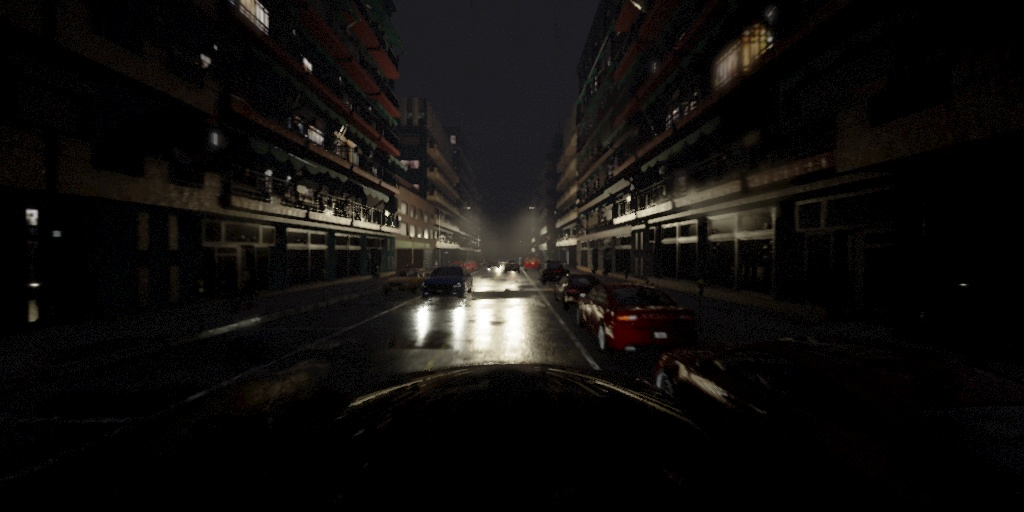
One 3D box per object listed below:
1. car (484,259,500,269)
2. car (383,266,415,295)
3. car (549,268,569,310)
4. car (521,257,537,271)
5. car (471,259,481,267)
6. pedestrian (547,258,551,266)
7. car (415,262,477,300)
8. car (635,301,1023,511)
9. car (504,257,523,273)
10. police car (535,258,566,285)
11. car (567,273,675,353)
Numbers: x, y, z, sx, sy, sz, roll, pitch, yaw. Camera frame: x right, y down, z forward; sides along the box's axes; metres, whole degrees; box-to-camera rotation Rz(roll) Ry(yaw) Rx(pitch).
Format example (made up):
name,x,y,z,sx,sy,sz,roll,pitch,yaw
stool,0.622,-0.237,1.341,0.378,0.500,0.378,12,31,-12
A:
name,x,y,z,sx,sy,sz,roll,pitch,yaw
car,-3.010,1.308,59.158,2.033,1.411,5.357,0,0,1
car,-5.684,1.271,19.906,1.751,1.417,4.829,0,0,0
car,2.695,1.328,14.385,1.802,1.307,4.207,0,0,0
car,2.708,1.067,48.492,2.192,1.841,5.009,0,0,0
car,-5.673,1.298,48.499,1.888,1.381,4.507,0,0,0
pedestrian,3.012,1.038,29.413,0.375,1.860,0.375,-1,1,0
car,-3.092,1.223,17.859,1.882,1.535,5.008,0,0,0
car,2.690,1.331,3.015,1.802,1.307,4.207,0,0,0
car,0.046,1.255,42.974,1.837,1.490,4.892,0,0,1
police car,3.010,1.170,26.416,1.930,1.638,5.238,0,0,0
car,2.692,1.292,8.700,1.888,1.381,4.507,0,0,0
